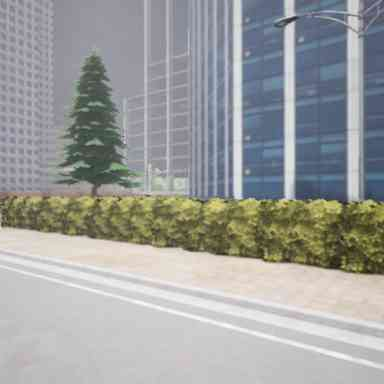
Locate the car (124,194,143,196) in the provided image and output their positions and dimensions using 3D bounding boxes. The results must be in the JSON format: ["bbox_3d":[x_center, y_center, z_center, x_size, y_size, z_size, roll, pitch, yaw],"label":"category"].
[{"bbox_3d":[-8.922,1.352,47.503,2.150,2.045,5.566,0,0,36],"label":"car"}]
